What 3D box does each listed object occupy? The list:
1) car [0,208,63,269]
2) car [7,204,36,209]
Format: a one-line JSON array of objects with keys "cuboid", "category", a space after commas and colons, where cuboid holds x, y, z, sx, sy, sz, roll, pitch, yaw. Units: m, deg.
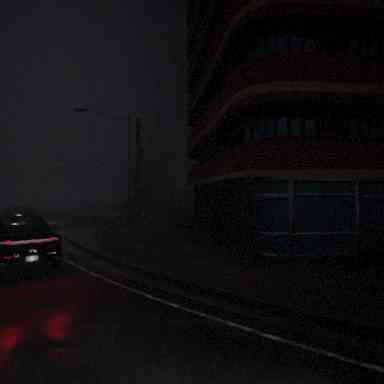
[{"cuboid": [-5.538, 1.490, 10.450, 2.128, 1.511, 4.902, 0, 0, -37], "category": "car"}, {"cuboid": [-10.220, 1.505, 20.056, 1.837, 1.490, 4.892, 0, 0, -20], "category": "car"}]
